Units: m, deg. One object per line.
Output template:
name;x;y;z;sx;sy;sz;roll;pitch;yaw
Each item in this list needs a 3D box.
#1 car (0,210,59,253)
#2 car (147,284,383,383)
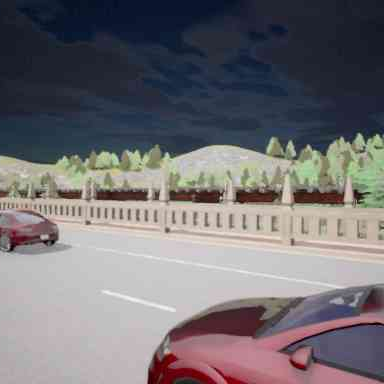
car;-7.245;1.466;13.464;4.674;1.442;1.812;0;0;36
car;1.612;1.563;2.843;4.181;1.385;1.994;0;0;36
